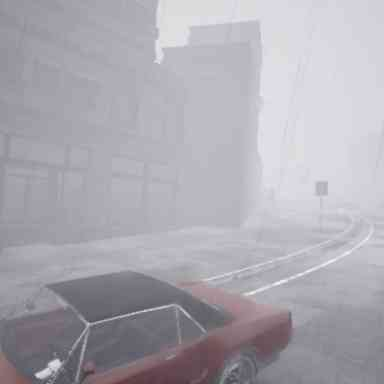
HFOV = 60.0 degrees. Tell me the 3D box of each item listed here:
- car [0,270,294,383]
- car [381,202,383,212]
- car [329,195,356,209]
[{"bbox_3d":[-1.141,1.625,3.288,4.718,1.301,1.895,0,0,-38],"label":"car"},{"bbox_3d":[20.674,1.231,33.199,2.097,1.767,4.553,3,1,11],"label":"car"},{"bbox_3d":[17.680,1.100,39.275,1.812,1.442,4.674,3,2,3],"label":"car"}]
